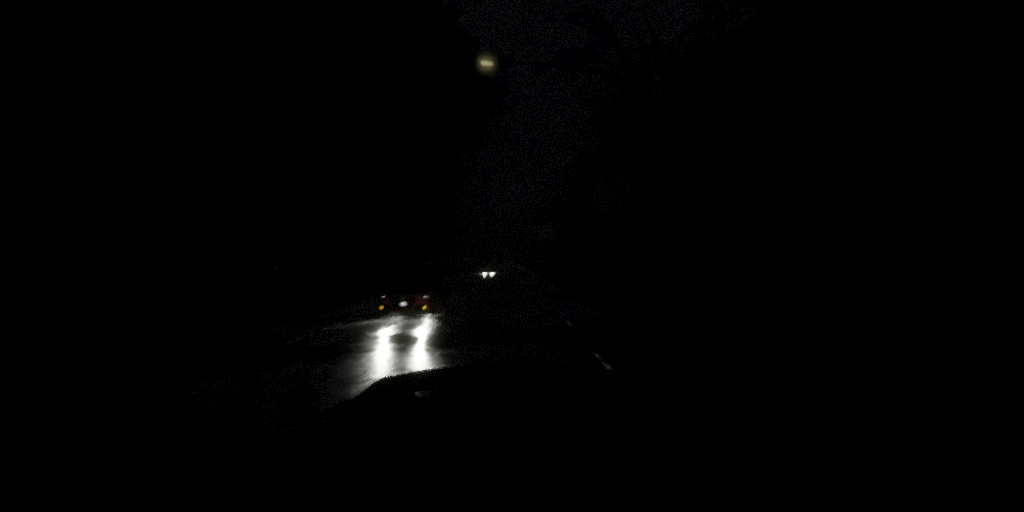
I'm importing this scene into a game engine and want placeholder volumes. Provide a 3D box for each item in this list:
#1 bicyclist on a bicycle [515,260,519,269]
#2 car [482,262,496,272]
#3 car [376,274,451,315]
[{"bbox_3d":[0.952,1.597,65.015,0.659,1.776,1.843,0,0,0],"label":"bicyclist on a bicycle"},{"bbox_3d":[-3.547,1.641,55.776,2.128,1.511,4.902,0,0,1],"label":"car"},{"bbox_3d":[-3.594,1.398,13.809,1.994,1.385,4.181,0,0,0],"label":"car"}]
